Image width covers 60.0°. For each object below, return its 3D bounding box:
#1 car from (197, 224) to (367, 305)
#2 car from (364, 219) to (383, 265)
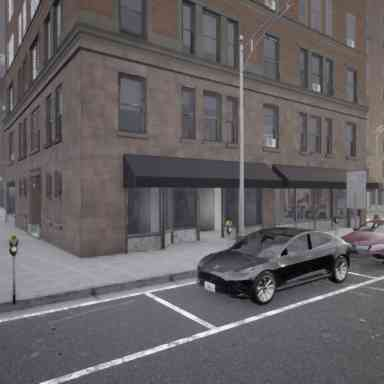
[{"bbox_3d":[2.129,1.566,8.089,4.313,1.339,1.947,0,0,-36],"label":"car"},{"bbox_3d":[6.591,1.582,11.307,4.206,1.307,1.802,0,0,-36],"label":"car"}]
